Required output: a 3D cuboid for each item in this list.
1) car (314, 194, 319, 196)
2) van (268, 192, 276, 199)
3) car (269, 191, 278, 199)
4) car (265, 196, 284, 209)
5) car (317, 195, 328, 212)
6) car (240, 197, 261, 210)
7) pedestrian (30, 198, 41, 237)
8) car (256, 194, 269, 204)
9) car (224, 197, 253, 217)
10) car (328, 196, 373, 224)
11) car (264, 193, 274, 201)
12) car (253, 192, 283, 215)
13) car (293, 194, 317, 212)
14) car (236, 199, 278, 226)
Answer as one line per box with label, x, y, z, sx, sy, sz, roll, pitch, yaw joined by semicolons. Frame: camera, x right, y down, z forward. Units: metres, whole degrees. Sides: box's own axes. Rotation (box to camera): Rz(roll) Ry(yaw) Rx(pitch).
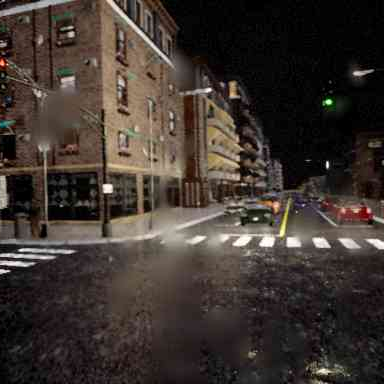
car;15.234;1.152;38.020;2.008;1.369;4.403;-2;0;17
van;20.284;0.814;84.068;1.690;1.788;3.998;-2;0;17
car;21.918;0.754;89.523;2.192;1.841;5.009;-2;0;17
car;10.174;1.275;40.930;1.994;1.385;4.181;-1;0;17
car;13.599;1.224;32.563;1.802;1.307;4.206;-2;0;17
car;7.205;1.329;40.415;2.008;1.369;4.403;-2;0;17
pedestrian;-7.418;1.200;15.811;0.375;1.860;0.375;-1;0;16
car;12.063;1.184;56.622;1.752;1.417;4.829;-2;0;17
car;3.934;1.411;29.502;2.008;1.369;4.403;-2;0;17
car;10.324;1.167;21.649;1.967;1.590;4.097;-2;0;17
car;16.969;1.071;72.991;1.752;1.417;4.829;-2;0;17
car;7.224;1.138;31.375;2.097;1.767;4.553;-1;0;17
car;11.325;1.256;33.974;1.994;1.385;4.181;-1;0;17
car;4.396;1.423;21.994;1.994;1.385;4.181;-1;0;17
